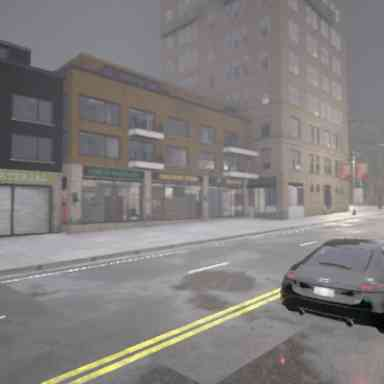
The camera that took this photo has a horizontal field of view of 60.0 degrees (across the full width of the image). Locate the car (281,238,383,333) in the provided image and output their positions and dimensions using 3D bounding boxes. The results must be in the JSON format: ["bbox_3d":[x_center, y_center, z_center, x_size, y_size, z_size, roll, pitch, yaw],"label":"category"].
[{"bbox_3d":[3.650,1.671,7.100,1.994,1.385,4.181,-2,-2,44],"label":"car"}]
